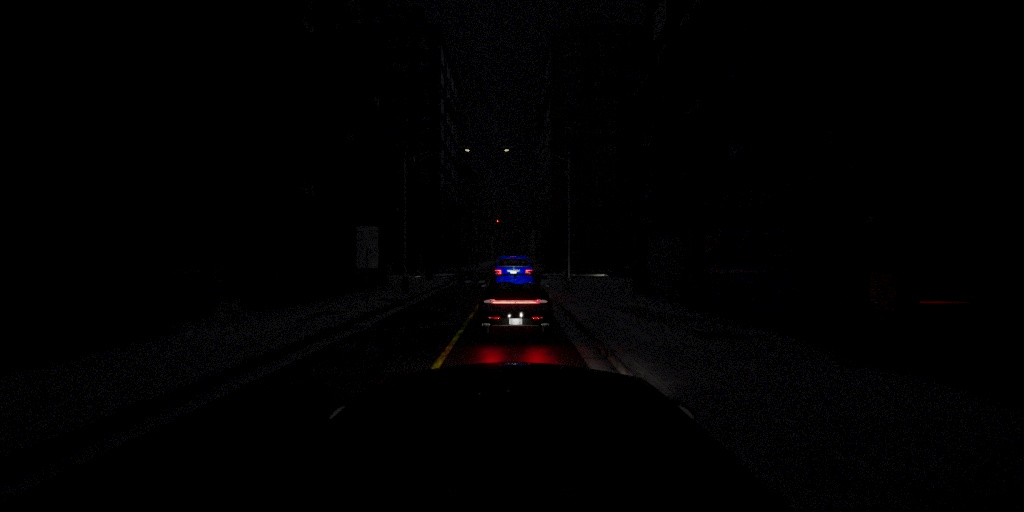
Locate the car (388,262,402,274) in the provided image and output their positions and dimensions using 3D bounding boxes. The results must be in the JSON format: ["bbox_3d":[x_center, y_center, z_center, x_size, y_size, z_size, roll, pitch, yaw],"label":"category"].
[{"bbox_3d":[-14.660,1.288,40.352,4.313,1.339,1.948,0,0,0],"label":"car"}]

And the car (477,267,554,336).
[{"bbox_3d":[0.098,1.241,10.381,2.128,1.511,4.902,0,0,0],"label":"car"}]

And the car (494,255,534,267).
[{"bbox_3d":[0.102,0.971,20.693,2.150,2.045,5.566,0,0,1],"label":"car"}]

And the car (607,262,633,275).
[{"bbox_3d":[12.157,1.316,37.714,4.181,1.385,1.994,0,0,0],"label":"car"}]
